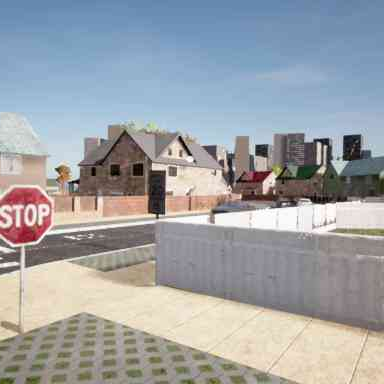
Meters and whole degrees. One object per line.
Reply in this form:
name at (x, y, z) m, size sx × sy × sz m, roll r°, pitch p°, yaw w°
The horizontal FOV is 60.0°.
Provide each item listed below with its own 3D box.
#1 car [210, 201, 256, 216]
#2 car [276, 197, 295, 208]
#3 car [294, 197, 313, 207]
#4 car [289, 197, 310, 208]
car at (3.662, 1.497, 28.542) m, size 2.033 × 1.411 × 5.357 m, roll 2°, pitch 1°, yaw 37°
car at (12.776, 1.478, 46.433) m, size 2.128 × 1.511 × 4.902 m, roll 1°, pitch 0°, yaw 14°
car at (13.960, 1.576, 41.140) m, size 1.812 × 1.442 × 4.674 m, roll 1°, pitch 0°, yaw 20°
car at (16.402, 1.518, 51.131) m, size 2.128 × 1.511 × 4.902 m, roll 1°, pitch 0°, yaw 7°
